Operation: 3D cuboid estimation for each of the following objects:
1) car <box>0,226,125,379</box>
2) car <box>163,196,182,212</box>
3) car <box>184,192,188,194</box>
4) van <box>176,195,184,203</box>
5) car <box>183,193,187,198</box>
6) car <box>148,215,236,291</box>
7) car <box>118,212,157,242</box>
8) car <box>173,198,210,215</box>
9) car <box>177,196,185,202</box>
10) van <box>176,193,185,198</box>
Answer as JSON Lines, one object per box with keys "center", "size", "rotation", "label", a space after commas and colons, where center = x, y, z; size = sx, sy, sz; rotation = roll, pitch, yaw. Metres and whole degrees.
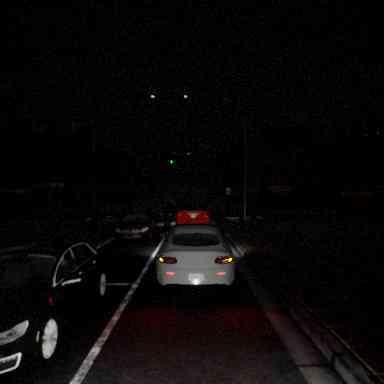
{"center": [-2.667, 1.574, 5.654], "size": [2.008, 1.369, 4.403], "rotation": [-2, 0, 0], "label": "car"}
{"center": [-2.731, 1.677, 43.325], "size": [1.967, 1.590, 4.097], "rotation": [-2, 0, 0], "label": "car"}
{"center": [-2.799, 1.547, 93.196], "size": [2.192, 1.841, 5.009], "rotation": [-1, 0, 0], "label": "car"}
{"center": [-2.778, 1.643, 76.562], "size": [1.690, 1.788, 3.998], "rotation": [-1, 0, 0], "label": "van"}
{"center": [-2.772, 1.624, 71.025], "size": [2.192, 1.841, 5.009], "rotation": [-1, 0, 0], "label": "car"}
{"center": [0.088, 1.564, 8.986], "size": [1.812, 1.442, 4.674], "rotation": [0, 0, 0], "label": "car"}
{"center": [-2.684, 1.657, 16.548], "size": [1.802, 1.307, 4.206], "rotation": [-2, 0, 0], "label": "car"}
{"center": [0.066, 1.455, 21.694], "size": [2.097, 1.767, 4.553], "rotation": [0, 0, 0], "label": "car"}
{"center": [-2.789, 1.820, 87.645], "size": [2.008, 1.369, 4.403], "rotation": [-1, 0, 0], "label": "car"}
{"center": [-2.763, 1.651, 65.482], "size": [1.690, 1.788, 3.998], "rotation": [-1, 0, 0], "label": "van"}
